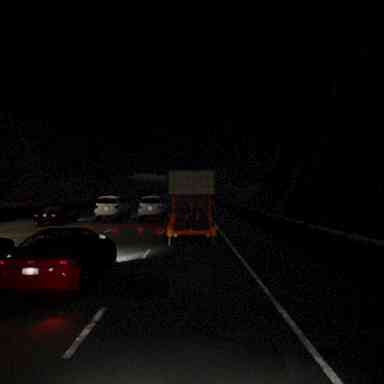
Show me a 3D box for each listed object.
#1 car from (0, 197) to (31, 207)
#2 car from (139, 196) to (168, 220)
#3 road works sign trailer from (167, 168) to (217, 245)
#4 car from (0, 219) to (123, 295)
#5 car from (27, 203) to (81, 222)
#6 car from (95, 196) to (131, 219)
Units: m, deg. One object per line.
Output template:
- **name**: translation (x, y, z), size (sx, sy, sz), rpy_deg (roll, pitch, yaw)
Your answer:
- **car**: translation (-21.103, 1.518, 39.722), size (2.097, 1.767, 4.553), rpy_deg (0, 0, 0)
- **car**: translation (-3.403, 1.400, 29.866), size (2.150, 2.045, 5.566), rpy_deg (0, 0, 0)
- **road works sign trailer**: translation (-0.013, 0.602, 16.394), size (2.380, 3.560, 2.880), rpy_deg (0, 0, 0)
- **car**: translation (-3.401, 1.652, 9.008), size (1.994, 1.385, 4.181), rpy_deg (0, 0, 0)
- **car**: translation (-10.403, 1.720, 25.992), size (2.033, 1.411, 5.357), rpy_deg (0, 0, 0)
- **car**: translation (-6.903, 1.400, 29.390), size (2.150, 2.045, 5.566), rpy_deg (0, 0, 0)
